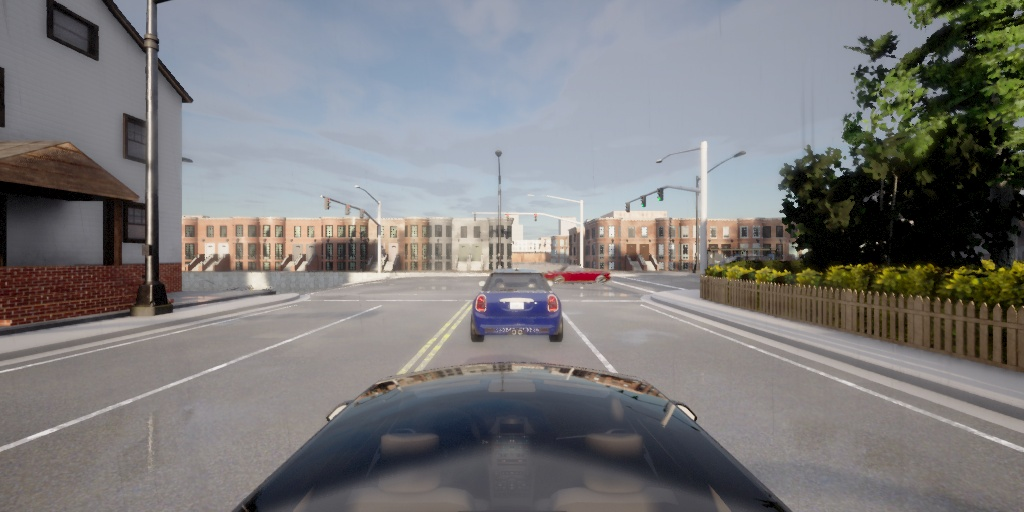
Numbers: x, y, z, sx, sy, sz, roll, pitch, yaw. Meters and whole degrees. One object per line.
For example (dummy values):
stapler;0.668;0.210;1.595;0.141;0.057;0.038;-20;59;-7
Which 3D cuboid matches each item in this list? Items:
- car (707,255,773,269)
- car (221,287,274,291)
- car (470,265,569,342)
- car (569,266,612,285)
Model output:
car;18.735;0.971;29.643;5.566;2.045;2.150;0;0;0
car;-19.755;2.986;25.808;4.892;1.490;1.837;-13;1;0
car;0.109;1.102;9.928;2.097;1.767;4.553;0;0;0
car;4.690;1.351;25.904;4.718;1.301;1.895;0;0;0
